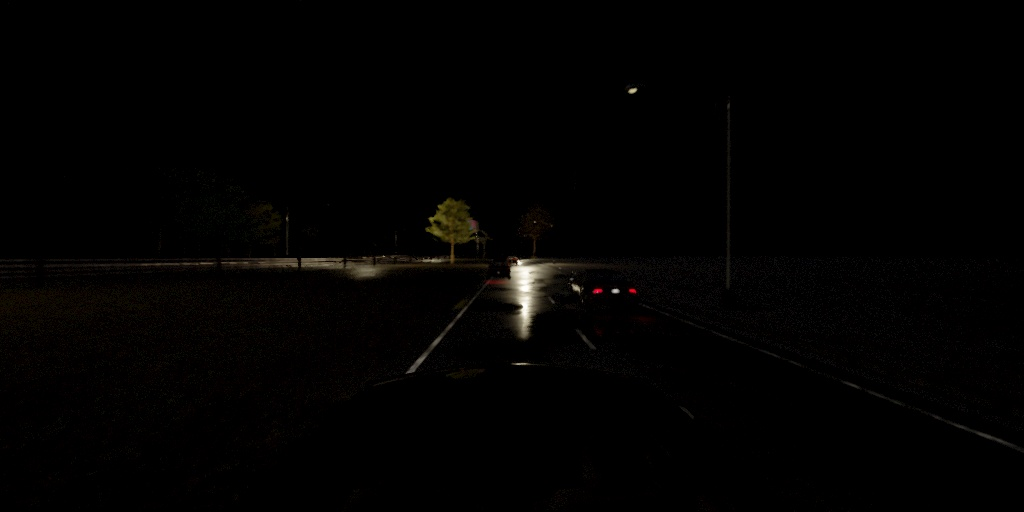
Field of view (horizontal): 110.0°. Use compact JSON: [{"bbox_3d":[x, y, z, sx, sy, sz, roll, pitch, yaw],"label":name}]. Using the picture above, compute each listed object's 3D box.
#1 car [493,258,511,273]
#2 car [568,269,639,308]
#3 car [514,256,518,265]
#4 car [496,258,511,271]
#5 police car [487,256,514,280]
[{"bbox_3d":[-1.046,1.035,40.172,1.882,1.535,5.008,0,0,0],"label":"car"},{"bbox_3d":[3.600,1.265,14.973,2.033,1.411,5.357,0,0,0],"label":"car"},{"bbox_3d":[0.006,0.732,64.358,2.097,1.767,4.553,0,0,0],"label":"car"},{"bbox_3d":[-1.047,1.018,46.173,1.837,1.490,4.892,0,0,0],"label":"car"},{"bbox_3d":[-1.047,1.055,30.282,1.930,1.638,5.238,0,0,0],"label":"police car"}]
